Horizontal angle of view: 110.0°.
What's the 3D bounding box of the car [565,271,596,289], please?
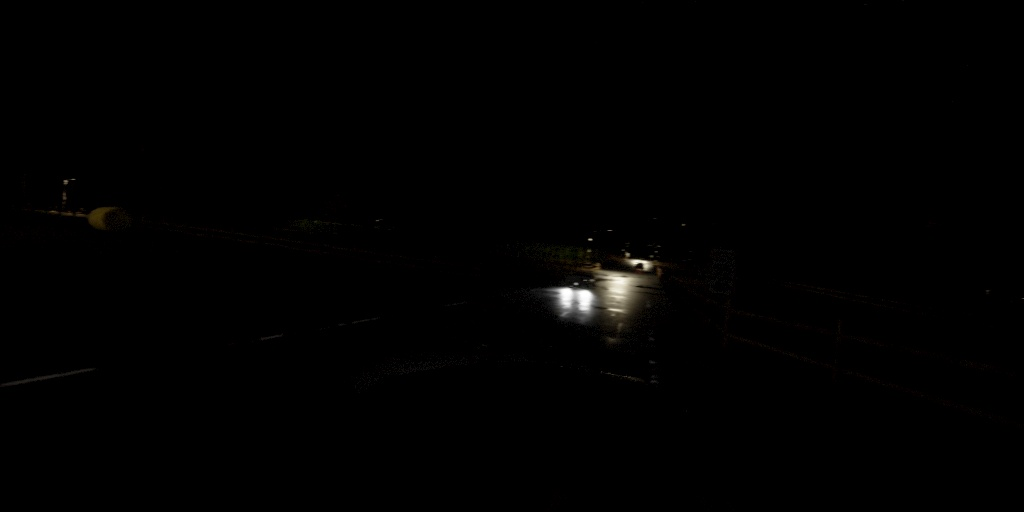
[{"bbox_3d":[5.861,1.953,30.335,1.895,1.301,4.718,5,1,21],"label":"car"}]
